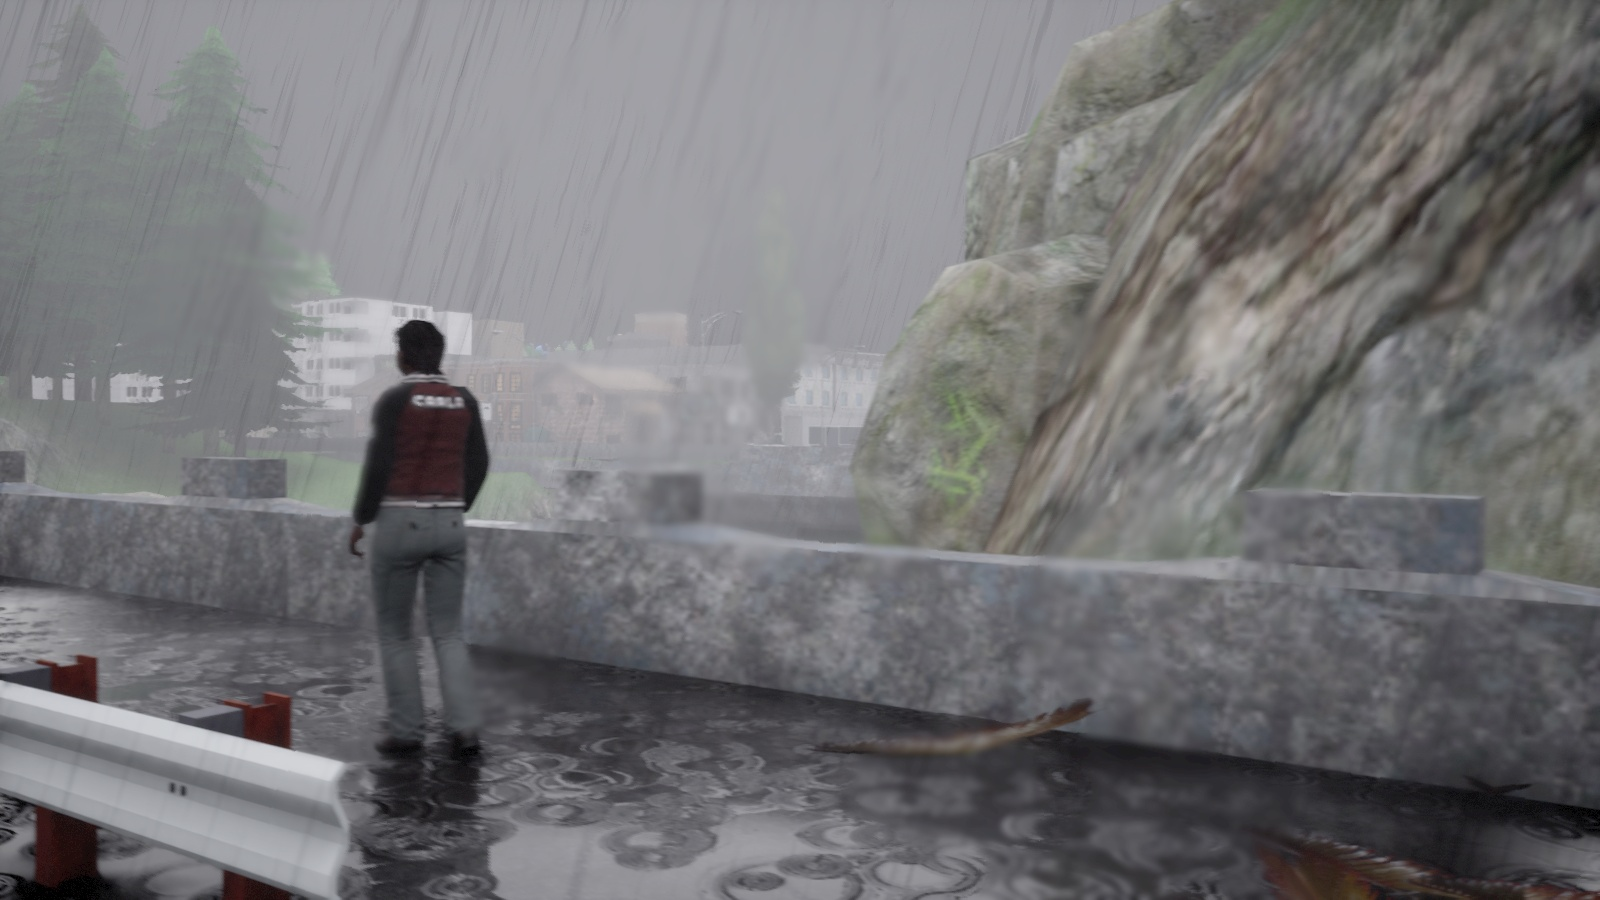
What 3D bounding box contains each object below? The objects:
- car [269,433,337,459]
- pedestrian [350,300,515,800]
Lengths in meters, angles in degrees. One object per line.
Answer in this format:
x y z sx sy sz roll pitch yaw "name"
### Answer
-34.258 -0.280 86.492 4.553 1.767 2.097 0 1 34 "car"
-1.538 0.384 5.229 0.402 1.930 0.666 -1 1 -40 "pedestrian"
